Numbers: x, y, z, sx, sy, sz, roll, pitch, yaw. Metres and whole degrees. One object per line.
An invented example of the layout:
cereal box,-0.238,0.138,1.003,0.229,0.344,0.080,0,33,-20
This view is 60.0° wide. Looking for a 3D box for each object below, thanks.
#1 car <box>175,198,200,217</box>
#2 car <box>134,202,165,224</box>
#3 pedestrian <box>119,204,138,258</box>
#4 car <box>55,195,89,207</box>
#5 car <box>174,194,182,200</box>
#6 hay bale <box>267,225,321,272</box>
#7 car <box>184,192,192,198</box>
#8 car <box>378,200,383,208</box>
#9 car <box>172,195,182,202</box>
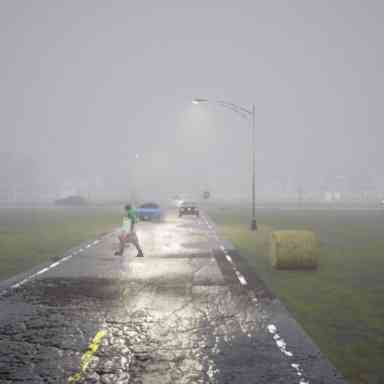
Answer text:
car,-0.260,1.538,31.088,2.033,1.411,5.357,0,0,0
car,-3.114,1.471,25.113,1.882,1.535,5.008,0,0,0
pedestrian,-2.158,1.291,11.352,0.375,1.860,0.375,0,0,3
car,-17.579,1.280,48.636,4.553,1.767,2.097,0,0,1
car,-3.797,1.463,93.733,2.128,1.511,4.902,0,0,-1
hay bale,3.016,1.654,9.972,1.220,1.180,1.240,0,0,-1
car,-1.041,1.473,93.220,2.033,1.411,5.357,0,0,-1
car,29.953,1.448,48.843,4.553,1.767,2.097,0,0,0
car,-3.622,1.458,78.099,1.837,1.490,4.892,0,0,-1
